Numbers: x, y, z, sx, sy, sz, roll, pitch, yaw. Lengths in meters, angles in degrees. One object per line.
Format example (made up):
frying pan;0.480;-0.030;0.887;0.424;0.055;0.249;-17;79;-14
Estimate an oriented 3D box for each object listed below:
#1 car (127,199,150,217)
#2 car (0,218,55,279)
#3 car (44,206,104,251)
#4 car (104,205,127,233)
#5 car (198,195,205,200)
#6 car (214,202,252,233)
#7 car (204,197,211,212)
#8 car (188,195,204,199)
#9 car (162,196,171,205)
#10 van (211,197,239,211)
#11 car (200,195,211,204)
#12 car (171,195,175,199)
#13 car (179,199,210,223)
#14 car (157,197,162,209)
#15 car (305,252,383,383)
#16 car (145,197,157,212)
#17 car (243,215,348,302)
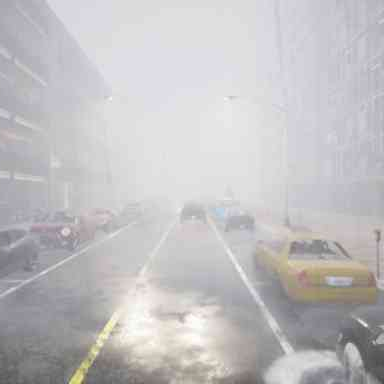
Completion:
car;-5.299;1.562;30.726;1.802;1.307;4.206;1;0;0
car;-5.303;1.561;8.140;1.947;1.339;4.313;1;0;0
car;-5.300;1.431;13.786;1.967;1.590;4.097;1;0;0
car;-5.301;1.569;19.433;1.802;1.307;4.206;1;0;0
car;2.594;1.510;92.743;2.008;1.369;4.403;1;0;0
car;2.579;1.538;19.262;2.008;1.369;4.403;1;0;0
car;2.583;1.522;36.219;1.887;1.381;4.507;1;0;0
car;0.109;1.466;42.514;2.128;1.511;4.902;0;0;0
car;-5.302;1.533;58.958;1.947;1.339;4.313;1;0;0
van;2.583;1.324;24.914;1.690;1.788;3.998;1;0;0
car;2.590;1.405;64.481;1.967;1.590;4.097;1;0;0
car;-5.264;1.514;70.252;2.008;1.369;4.403;1;0;0
car;0.105;1.486;25.029;1.837;1.490;4.892;0;-1;0
car;-5.295;1.415;42.019;1.967;1.590;4.097;1;0;0
car;2.576;1.549;2.305;2.008;1.369;4.403;1;0;0
car;-5.297;1.503;36.202;1.752;1.417;4.829;1;0;0
car;2.578;1.520;8.128;1.752;1.417;4.829;1;0;0
